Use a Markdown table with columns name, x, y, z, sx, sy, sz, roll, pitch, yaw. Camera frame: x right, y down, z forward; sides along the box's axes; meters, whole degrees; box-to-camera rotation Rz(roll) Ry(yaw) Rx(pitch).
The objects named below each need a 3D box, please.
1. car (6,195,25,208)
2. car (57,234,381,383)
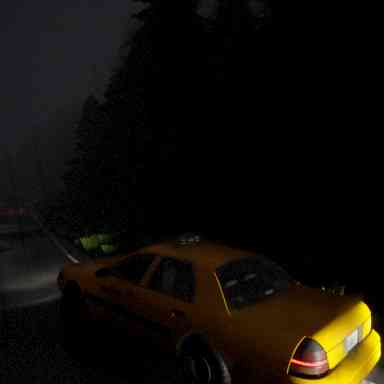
| name | x | y | z | sx | sy | sz | roll | pitch | yaw |
| --- | --- | --- | --- | --- | --- | --- | --- | --- | --- |
| car | -21.167 | 1.058 | 40.033 | 2.128 | 1.511 | 4.902 | -2 | 2 | -27 |
| car | -0.252 | 1.418 | 5.074 | 5.366 | 1.575 | 1.801 | 1 | 1 | 44 |
